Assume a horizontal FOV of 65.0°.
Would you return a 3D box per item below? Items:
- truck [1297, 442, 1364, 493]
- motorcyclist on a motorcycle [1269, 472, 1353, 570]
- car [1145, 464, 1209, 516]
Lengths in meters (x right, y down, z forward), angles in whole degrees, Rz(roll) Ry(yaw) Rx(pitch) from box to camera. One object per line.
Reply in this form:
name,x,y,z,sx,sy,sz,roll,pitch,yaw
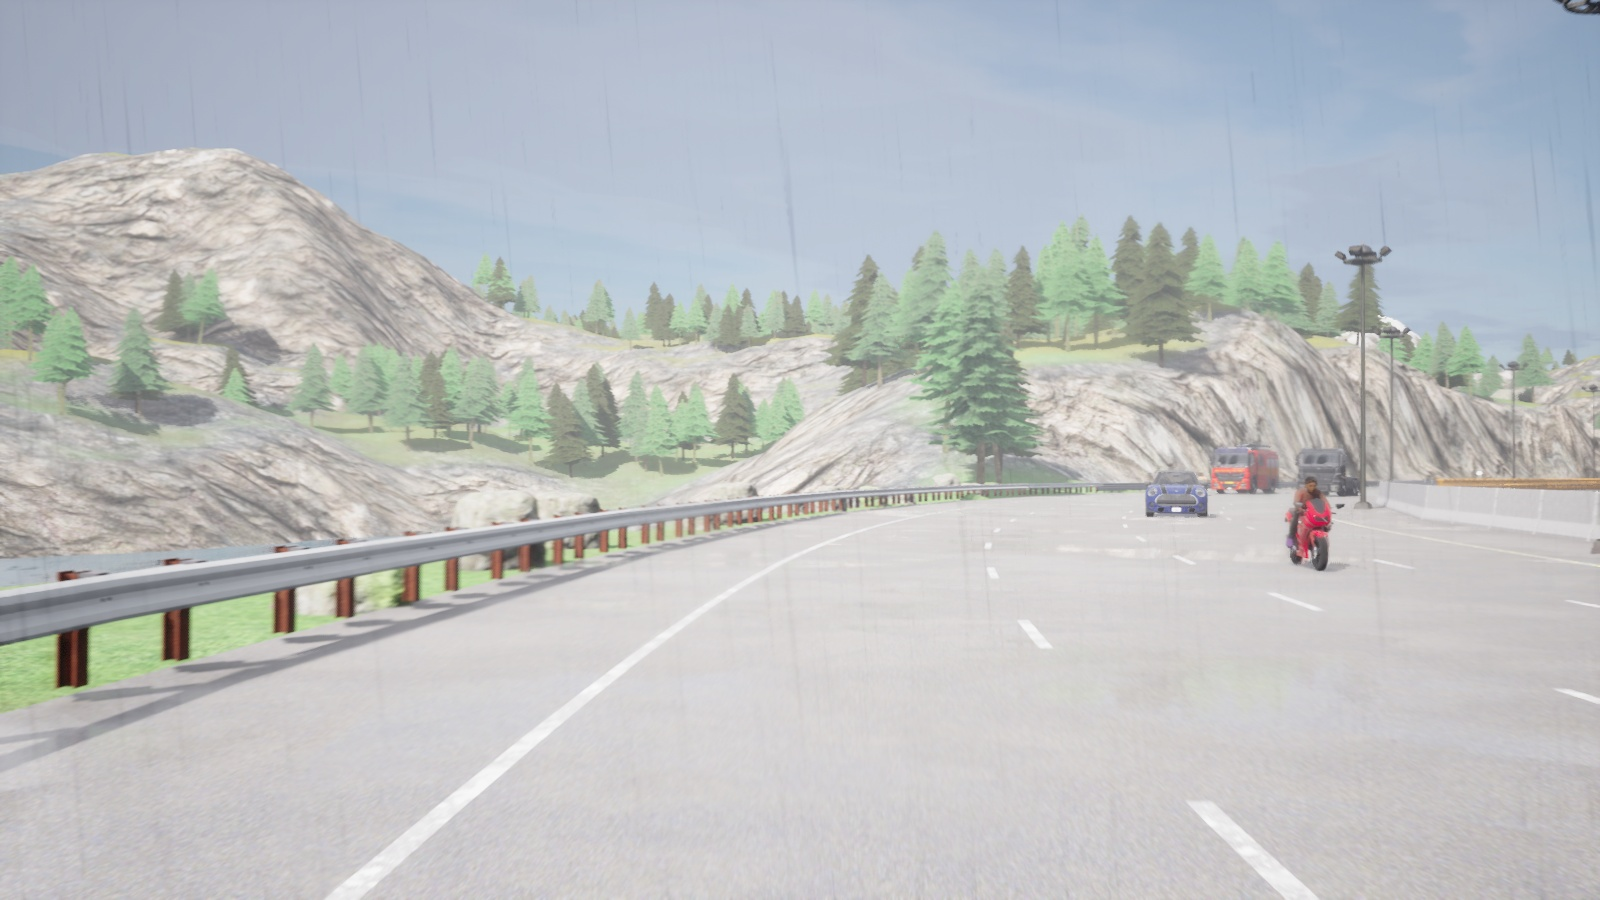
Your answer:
truck,38.171,1.274,90.252,2.891,3.462,7.936,-1,-1,34
motorcyclist on a motorcycle,8.430,1.129,20.800,0.797,1.523,2.044,1,-1,8
car,13.582,1.406,45.303,2.097,1.767,4.553,0,-1,16
